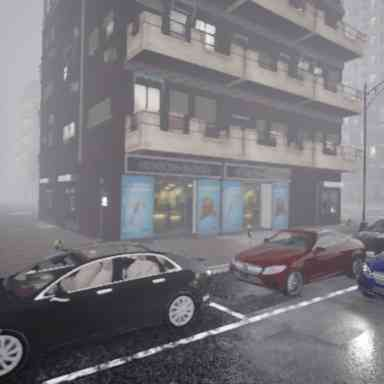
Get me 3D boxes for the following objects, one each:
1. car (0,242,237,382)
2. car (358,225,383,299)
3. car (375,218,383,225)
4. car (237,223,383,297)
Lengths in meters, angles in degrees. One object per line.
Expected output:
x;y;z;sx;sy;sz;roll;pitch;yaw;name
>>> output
-1.643;1.552;5.329;4.403;1.369;2.008;0;1;-35;car
5.571;1.533;7.342;4.674;1.442;1.812;0;0;-35;car
7.377;1.577;11.764;4.313;1.339;1.947;0;1;-35;car
2.867;1.588;8.548;4.206;1.307;1.802;0;1;-35;car
